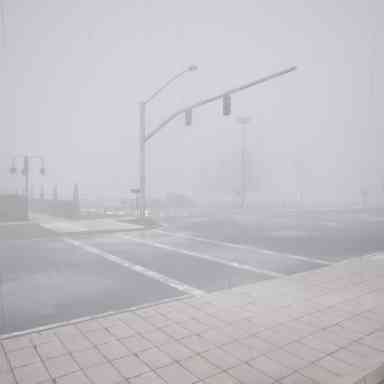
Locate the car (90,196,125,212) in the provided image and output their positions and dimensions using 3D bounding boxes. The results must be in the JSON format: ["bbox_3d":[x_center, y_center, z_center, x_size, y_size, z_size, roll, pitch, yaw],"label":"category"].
[{"bbox_3d":[-10.103,1.526,39.679,1.812,1.442,4.674,0,0,-36],"label":"car"}]

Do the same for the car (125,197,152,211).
[{"bbox_3d":[-7.523,1.547,42.077,2.033,1.411,5.357,0,0,-36],"label":"car"}]

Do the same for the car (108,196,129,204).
[{"bbox_3d":[-13.914,1.547,62.772,2.033,1.411,5.357,0,0,-36],"label":"car"}]

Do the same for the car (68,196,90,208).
[{"bbox_3d":[-15.512,1.601,47.082,1.895,1.301,4.718,0,0,-36],"label":"car"}]

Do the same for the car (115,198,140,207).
[{"bbox_3d":[-9.996,1.601,51.398,1.895,1.301,4.718,0,0,-36],"label":"car"}]

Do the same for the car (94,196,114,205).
[{"bbox_3d":[-15.844,1.505,59.455,1.837,1.490,4.892,0,0,-36],"label":"car"}]

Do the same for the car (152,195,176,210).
[{"bbox_3d":[-4.578,1.504,43.976,1.837,1.490,4.892,0,0,-36],"label":"car"}]

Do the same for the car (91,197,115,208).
[{"bbox_3d":[-13.432,1.505,50.172,1.837,1.490,4.892,0,0,-36],"label":"car"}]

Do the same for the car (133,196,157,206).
[{"bbox_3d":[-7.747,1.505,54.261,1.837,1.490,4.892,0,0,-36],"label":"car"}]

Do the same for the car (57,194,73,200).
[{"bbox_3d":[-21.623,1.504,55.490,1.837,1.490,4.892,0,0,-36],"label":"car"}]

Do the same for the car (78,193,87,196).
[{"bbox_3d":[-19.723,1.221,58.838,2.150,2.045,5.566,0,0,-36],"label":"car"}]

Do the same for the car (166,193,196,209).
[{"bbox_3d":[-1.759,1.221,46.055,2.150,2.045,5.566,0,0,-36],"label":"car"}]
